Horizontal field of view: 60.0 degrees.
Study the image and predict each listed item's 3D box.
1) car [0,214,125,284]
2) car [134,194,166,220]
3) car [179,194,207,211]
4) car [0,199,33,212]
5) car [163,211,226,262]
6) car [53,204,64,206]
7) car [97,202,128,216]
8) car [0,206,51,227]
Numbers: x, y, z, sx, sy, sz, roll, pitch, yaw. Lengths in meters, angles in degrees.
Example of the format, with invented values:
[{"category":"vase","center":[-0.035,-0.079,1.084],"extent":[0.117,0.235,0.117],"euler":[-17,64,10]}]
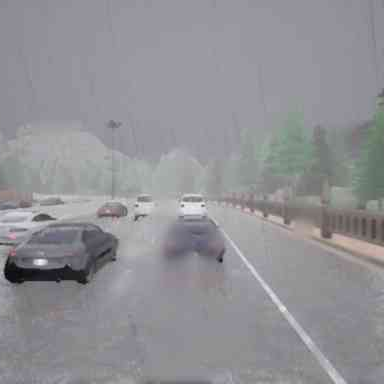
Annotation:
[{"category":"car","center":[-3.435,1.563,9.576],"extent":[1.994,1.385,4.181],"euler":[0,0,0]},{"category":"car","center":[-3.421,1.218,27.832],"extent":[2.150,2.045,5.566],"euler":[0,0,0]},{"category":"car","center":[0.079,1.219,27.893],"extent":[2.150,2.045,5.566],"euler":[0,0,0]},{"category":"car","center":[-21.170,1.561,40.158],"extent":[1.994,1.385,4.181],"euler":[0,0,-1]},{"category":"car","center":[0.078,1.600,12.079],"extent":[1.895,1.301,4.718],"euler":[0,0,0]},{"category":"car","center":[-17.685,1.502,41.913],"extent":[1.837,1.490,4.892],"euler":[0,0,-1]},{"category":"car","center":[-6.920,1.562,29.368],"extent":[1.994,1.385,4.181],"euler":[0,0,0]},{"category":"car","center":[-6.925,1.525,14.164],"extent":[1.812,1.442,4.674],"euler":[0,0,0]}]
